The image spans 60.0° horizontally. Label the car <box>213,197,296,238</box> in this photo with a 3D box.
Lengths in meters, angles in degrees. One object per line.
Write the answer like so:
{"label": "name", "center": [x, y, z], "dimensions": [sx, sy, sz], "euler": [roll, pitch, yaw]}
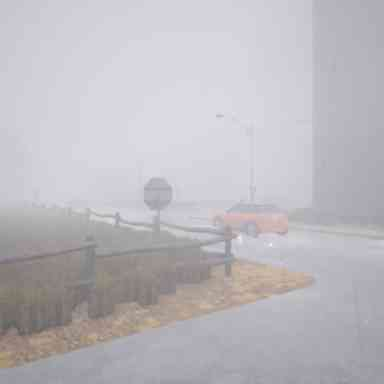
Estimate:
{"label": "car", "center": [3.030, 1.352, 18.043], "dimensions": [2.097, 1.767, 4.553], "euler": [0, 0, -28]}

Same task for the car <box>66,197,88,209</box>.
{"label": "car", "center": [-15.737, 1.476, 45.383], "dimensions": [1.882, 1.535, 5.008], "euler": [0, 0, -36]}

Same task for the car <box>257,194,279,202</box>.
{"label": "car", "center": [16.731, 1.305, 73.382], "dimensions": [1.932, 1.855, 4.605], "euler": [0, 0, -36]}

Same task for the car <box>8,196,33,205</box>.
{"label": "car", "center": [-30.253, 1.517, 58.301], "dimensions": [4.674, 1.442, 1.812], "euler": [0, -1, 10]}

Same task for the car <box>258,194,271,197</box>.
{"label": "car", "center": [13.231, 1.476, 54.412], "dimensions": [2.242, 1.667, 4.611], "euler": [0, 0, -36]}

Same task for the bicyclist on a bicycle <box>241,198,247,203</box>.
{"label": "bicyclist on a bicycle", "center": [3.843, 1.299, 24.635], "dimensions": [1.656, 1.620, 0.582], "euler": [0, 0, -36]}

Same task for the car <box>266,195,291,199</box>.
{"label": "car", "center": [13.629, 1.522, 49.583], "dimensions": [4.674, 1.442, 1.812], "euler": [0, 0, -36]}
